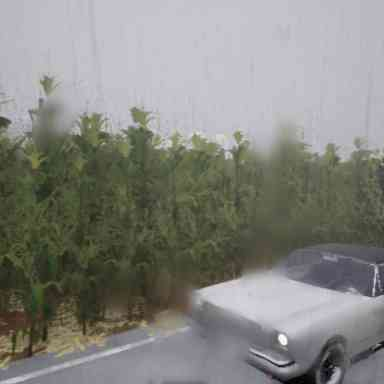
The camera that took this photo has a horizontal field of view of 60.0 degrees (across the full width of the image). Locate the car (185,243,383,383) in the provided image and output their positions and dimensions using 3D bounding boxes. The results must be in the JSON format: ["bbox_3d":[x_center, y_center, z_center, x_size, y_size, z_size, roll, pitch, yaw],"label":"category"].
[{"bbox_3d":[2.252,1.579,5.224,4.718,1.301,1.895,0,0,-35],"label":"car"}]
